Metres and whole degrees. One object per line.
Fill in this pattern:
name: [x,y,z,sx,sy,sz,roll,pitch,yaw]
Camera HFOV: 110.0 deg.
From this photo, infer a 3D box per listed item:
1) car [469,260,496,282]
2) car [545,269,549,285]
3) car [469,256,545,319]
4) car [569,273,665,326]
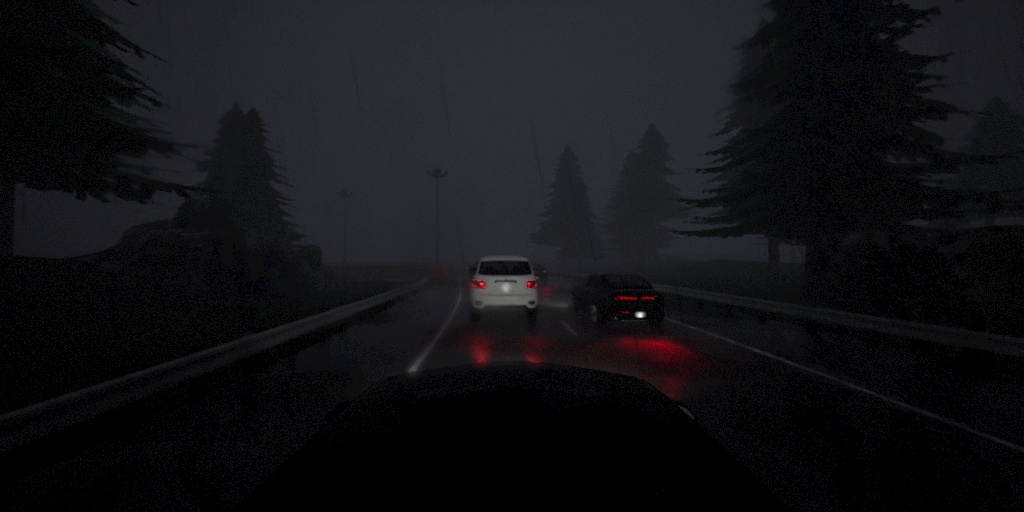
car: [-2.645,1.204,31.019,2.097,1.767,4.553,0,0,-8]
car: [1.442,1.326,27.296,2.128,1.511,4.902,0,0,-8]
car: [-0.374,1.011,13.265,2.150,2.045,5.566,0,0,-4]
car: [3.195,1.285,11.752,1.837,1.490,4.892,0,0,-3]
